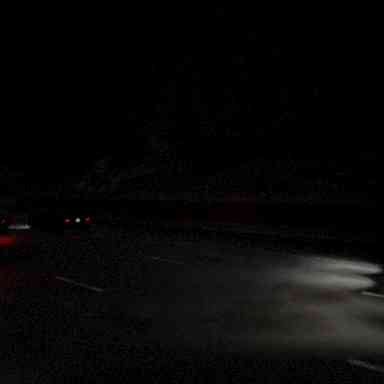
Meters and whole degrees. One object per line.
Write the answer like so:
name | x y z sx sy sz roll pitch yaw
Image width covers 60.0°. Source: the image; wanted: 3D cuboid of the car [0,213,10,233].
car | -12.254 1.647 19.238 4.718 1.301 1.895 0 0 44

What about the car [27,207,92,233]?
car | -8.092 1.607 20.045 5.357 1.411 2.033 0 0 44
